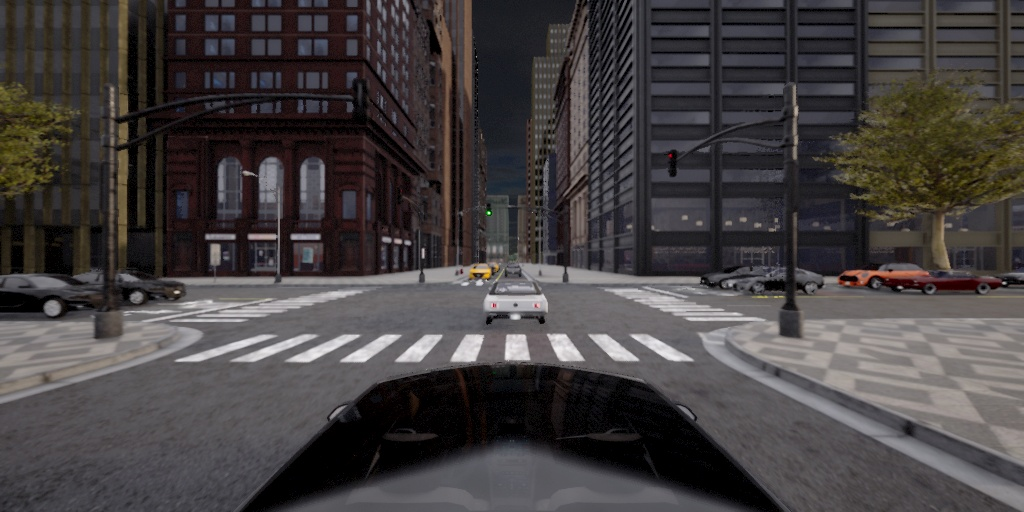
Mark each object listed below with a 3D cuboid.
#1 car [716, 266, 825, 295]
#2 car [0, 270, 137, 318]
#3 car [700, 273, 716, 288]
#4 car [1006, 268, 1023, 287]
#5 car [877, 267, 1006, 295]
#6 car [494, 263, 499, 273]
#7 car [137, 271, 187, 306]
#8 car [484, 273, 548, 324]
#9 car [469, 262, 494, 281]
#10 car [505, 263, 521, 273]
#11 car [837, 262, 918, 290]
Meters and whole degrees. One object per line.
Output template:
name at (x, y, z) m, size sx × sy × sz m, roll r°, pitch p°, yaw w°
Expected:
car at (14.625, 1.353, 20.070) m, size 4.902 × 1.511 × 2.128 m, roll 0°, pitch 0°, yaw -2°
car at (-17.544, 1.395, 13.301) m, size 5.008 × 1.535 × 1.882 m, roll 0°, pitch 0°, yaw -1°
car at (14.841, 1.377, 23.309) m, size 4.892 × 1.490 × 1.837 m, roll 0°, pitch 0°, yaw 0°
car at (34.647, 1.377, 23.338) m, size 5.357 × 1.411 × 2.033 m, roll 0°, pitch 0°, yaw 0°
car at (23.893, 1.442, 20.078) m, size 4.718 × 1.301 × 1.895 m, roll 0°, pitch 0°, yaw 0°
car at (-3.054, 1.629, 44.232) m, size 2.128 × 1.511 × 4.902 m, roll 0°, pitch -1°, yaw 0°
car at (-17.960, 1.408, 16.547) m, size 5.008 × 1.535 × 1.882 m, roll 0°, pitch 0°, yaw 0°
car at (0.114, 1.468, 12.555) m, size 1.895 × 1.301 × 4.718 m, roll 0°, pitch 0°, yaw 0°
car at (-3.042, 1.527, 34.940) m, size 1.882 × 1.535 × 5.008 m, roll 0°, pitch -1°, yaw 0°
car at (0.122, 1.604, 41.662) m, size 2.128 × 1.511 × 4.902 m, roll 0°, pitch -1°, yaw 0°
car at (24.037, 1.204, 23.323) m, size 4.553 × 1.767 × 2.097 m, roll 0°, pitch 0°, yaw 0°
